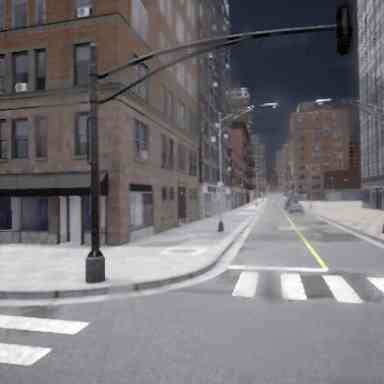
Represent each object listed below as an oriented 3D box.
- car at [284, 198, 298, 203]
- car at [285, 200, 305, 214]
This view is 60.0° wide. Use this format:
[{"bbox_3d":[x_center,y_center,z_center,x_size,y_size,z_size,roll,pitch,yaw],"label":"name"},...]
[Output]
[{"bbox_3d":[16.505,1.976,54.981,2.150,2.045,5.566,-1,-1,14],"label":"car"},{"bbox_3d":[14.086,2.187,44.858,2.033,1.411,5.357,-1,-1,14],"label":"car"}]
